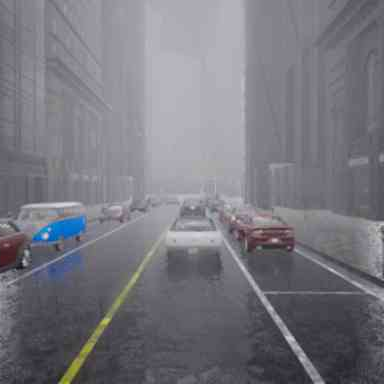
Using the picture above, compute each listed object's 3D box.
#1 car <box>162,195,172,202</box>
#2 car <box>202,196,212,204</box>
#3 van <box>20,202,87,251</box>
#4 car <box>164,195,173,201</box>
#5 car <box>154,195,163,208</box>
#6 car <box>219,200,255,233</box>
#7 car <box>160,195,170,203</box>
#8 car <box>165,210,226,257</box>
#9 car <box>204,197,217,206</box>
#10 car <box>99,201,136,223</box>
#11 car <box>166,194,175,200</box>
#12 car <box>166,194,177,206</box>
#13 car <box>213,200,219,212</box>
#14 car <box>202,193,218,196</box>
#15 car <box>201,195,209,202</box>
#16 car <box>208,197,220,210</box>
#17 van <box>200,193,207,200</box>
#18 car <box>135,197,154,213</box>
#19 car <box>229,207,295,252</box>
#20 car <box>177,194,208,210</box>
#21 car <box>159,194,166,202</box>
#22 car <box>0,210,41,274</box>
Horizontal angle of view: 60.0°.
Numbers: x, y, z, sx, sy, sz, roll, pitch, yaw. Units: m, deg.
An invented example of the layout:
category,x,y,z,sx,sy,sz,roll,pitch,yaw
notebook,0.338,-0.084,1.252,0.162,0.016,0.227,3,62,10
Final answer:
category,x,y,z,sx,sy,sz,roll,pitch,yaw
car,-5.646,1.452,75.569,2.008,1.369,4.403,-1,0,0
car,2.875,1.504,64.318,1.802,1.307,4.206,-1,0,0
van,-5.673,1.333,13.697,1.690,1.788,3.998,-1,0,0
car,-5.644,1.456,81.194,1.947,1.339,4.313,-1,0,0
car,-5.657,1.515,47.445,1.947,1.339,4.313,-1,0,0
car,2.856,1.427,19.322,1.967,1.590,4.097,-1,0,0
car,-5.649,1.456,69.944,1.887,1.381,4.507,-1,0,0
car,0.066,1.593,12.868,1.895,1.301,4.718,0,0,0
car,2.870,1.485,53.069,1.887,1.381,4.507,-1,0,0
car,-5.666,1.563,24.946,1.802,1.307,4.206,-1,0,0
car,-5.643,1.319,86.818,1.967,1.590,4.097,-1,0,0
car,-3.047,1.505,53.292,1.994,1.385,4.181,0,0,0
car,2.859,1.525,24.946,1.887,1.381,4.507,-1,0,0
car,2.865,1.264,47.444,2.192,1.841,5.009,-1,0,0
car,2.879,1.426,75.737,1.752,1.417,4.829,-1,0,0
car,2.864,1.532,36.196,1.947,1.339,4.313,-1,0,0
van,2.882,1.219,86.815,1.690,1.788,3.998,-1,0,0
car,-5.662,1.532,36.197,1.947,1.339,4.313,-1,0,0
car,2.855,1.536,13.698,1.887,1.381,4.507,-1,0,0
car,0.078,1.327,28.982,2.097,1.767,4.553,0,0,0
car,-5.656,1.486,53.070,1.887,1.381,4.507,-1,0,0
car,-5.675,1.436,8.073,1.967,1.590,4.097,-1,0,0
